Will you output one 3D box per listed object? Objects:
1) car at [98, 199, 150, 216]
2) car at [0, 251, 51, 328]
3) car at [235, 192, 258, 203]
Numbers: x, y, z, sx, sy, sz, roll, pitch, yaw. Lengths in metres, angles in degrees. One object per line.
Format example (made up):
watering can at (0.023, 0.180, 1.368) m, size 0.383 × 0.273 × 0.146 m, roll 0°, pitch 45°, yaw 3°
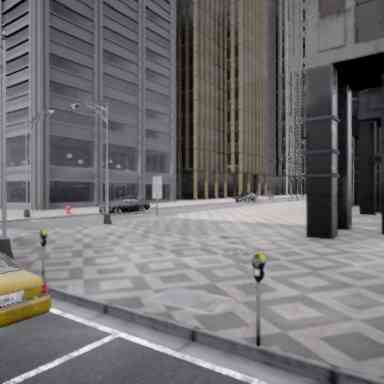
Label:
car at (-6.000, 1.329, 29.519) m, size 1.895 × 1.301 × 4.718 m, roll 0°, pitch 1°, yaw 36°
car at (-4.596, 1.563, 6.250) m, size 4.829 × 1.417 × 1.752 m, roll 0°, pitch 0°, yaw 36°
car at (8.036, 0.848, 48.929) m, size 1.837 × 1.490 × 4.892 m, roll 0°, pitch 1°, yaw 36°
